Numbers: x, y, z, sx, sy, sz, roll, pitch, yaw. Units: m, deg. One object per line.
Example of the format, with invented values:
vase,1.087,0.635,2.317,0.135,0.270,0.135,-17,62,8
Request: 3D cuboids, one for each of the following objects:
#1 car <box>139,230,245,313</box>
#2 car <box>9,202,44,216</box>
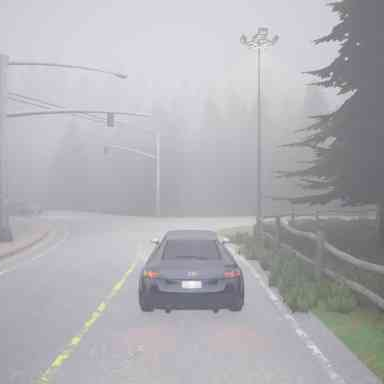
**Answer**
car,-0.028,1.564,7.734,1.994,1.385,4.181,0,0,-1
car,-16.684,1.601,32.613,4.718,1.301,1.895,0,0,31
